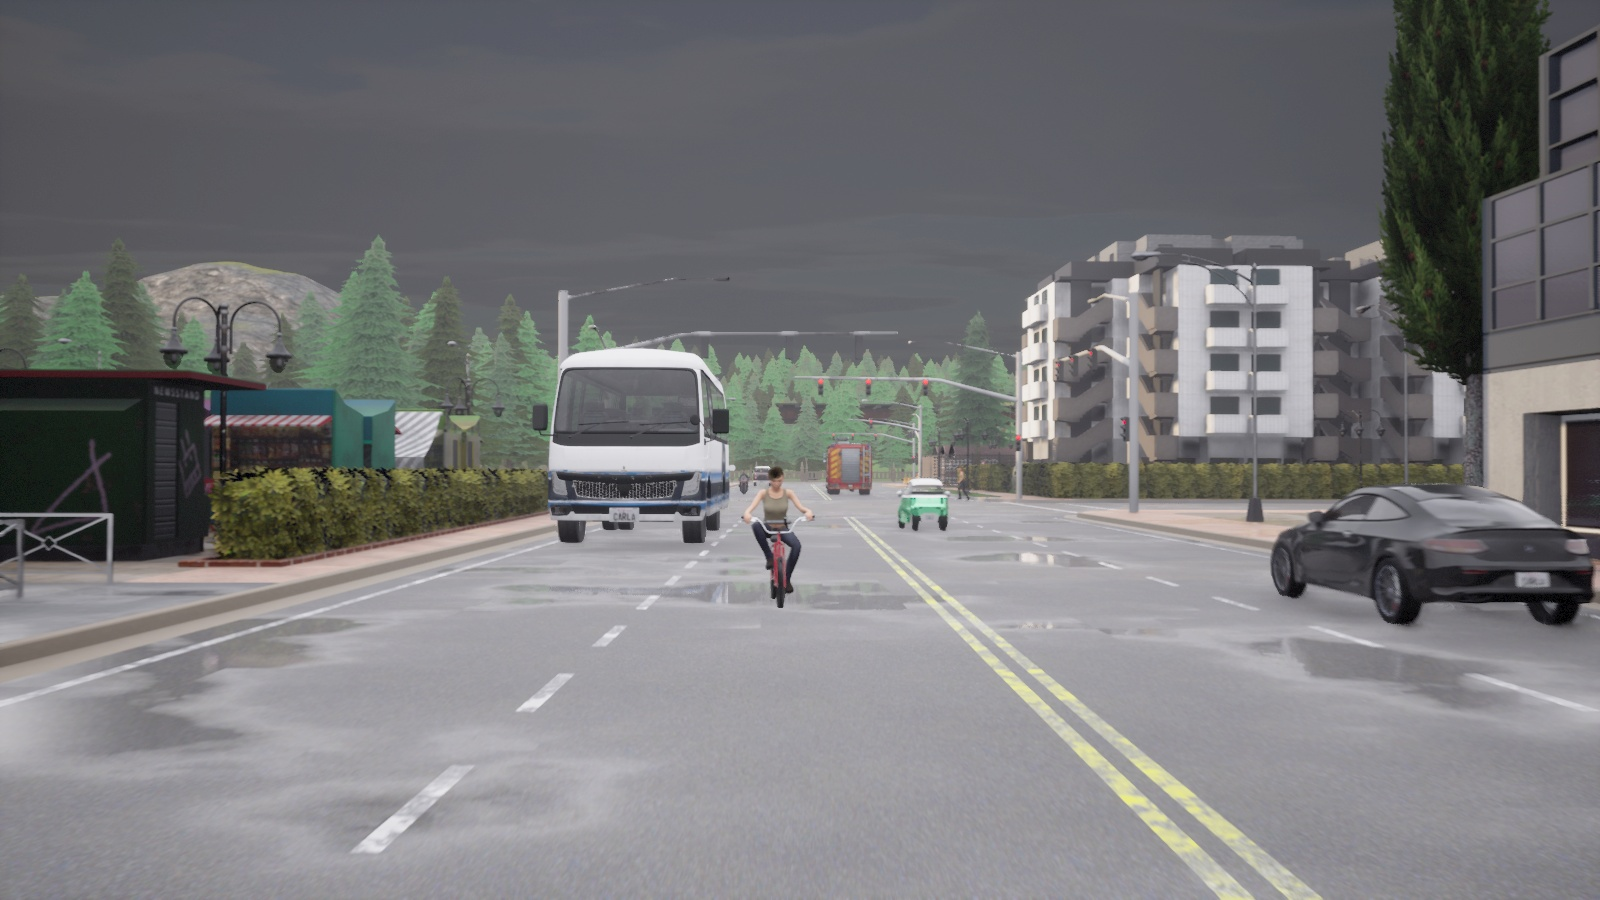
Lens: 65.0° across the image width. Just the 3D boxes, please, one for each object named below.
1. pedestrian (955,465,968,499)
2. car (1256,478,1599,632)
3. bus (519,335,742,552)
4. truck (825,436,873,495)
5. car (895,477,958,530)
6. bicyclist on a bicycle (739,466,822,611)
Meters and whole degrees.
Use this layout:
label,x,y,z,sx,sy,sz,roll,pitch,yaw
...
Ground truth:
label,x,y,z,sx,sy,sz,roll,pitch,yaw
pedestrian,8.721,1.704,67.855,0.594,1.836,0.345,0,-1,-9
car,6.967,1.052,14.320,1.812,1.442,4.674,0,-1,0
bus,-3.575,-0.047,29.923,3.944,4.253,10.273,0,-1,0
truck,3.293,1.083,86.409,2.891,3.827,8.468,0,-1,0
car,3.418,1.428,34.172,1.481,1.376,2.207,0,-1,0
bicyclist on a bicycle,-0.254,1.000,14.785,0.866,1.612,1.509,0,-1,-5
